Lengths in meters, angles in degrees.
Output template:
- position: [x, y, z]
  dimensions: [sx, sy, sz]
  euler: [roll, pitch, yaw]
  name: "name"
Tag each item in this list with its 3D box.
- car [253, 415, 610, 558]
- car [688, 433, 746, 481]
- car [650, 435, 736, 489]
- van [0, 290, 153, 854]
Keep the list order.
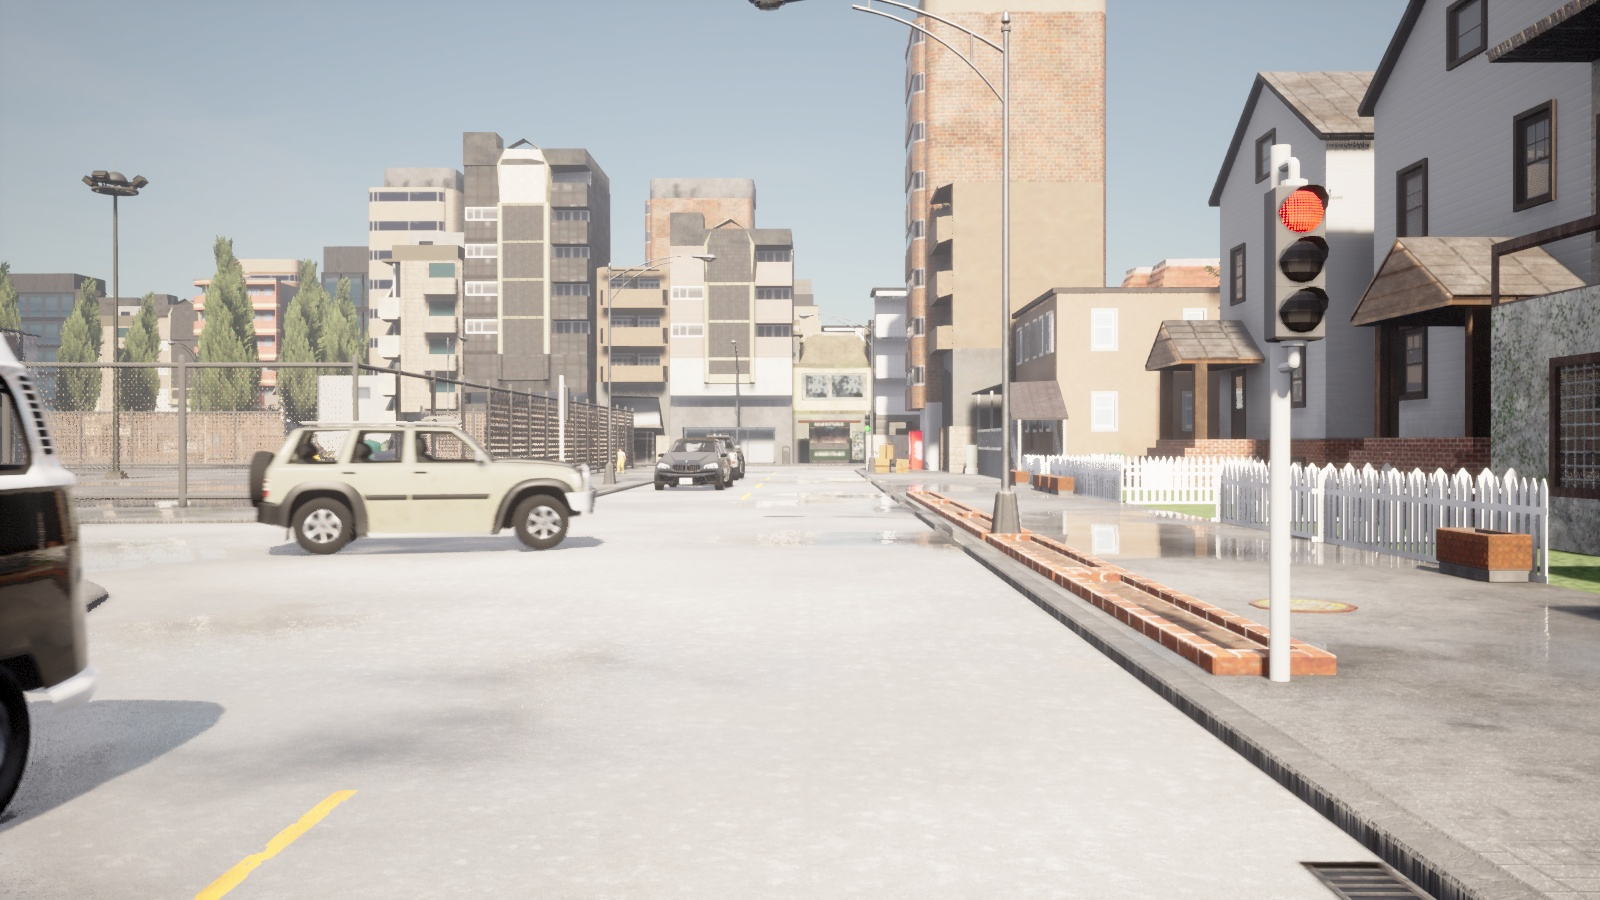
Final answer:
- position: [-5.106, 0.458, 17.815]
  dimensions: [4.605, 1.855, 1.932]
  euler: [0, 1, -14]
  name: "car"
- position: [-3.313, 0.273, 50.980]
  dimensions: [1.932, 1.855, 4.605]
  euler: [0, 0, 2]
  name: "car"
- position: [-3.419, 0.357, 41.005]
  dimensions: [2.242, 1.667, 4.611]
  euler: [0, 0, 2]
  name: "car"
- position: [-3.940, 0.448, 3.350]
  dimensions: [2.069, 2.038, 4.480]
  euler: [0, 0, 1]
  name: "van"
